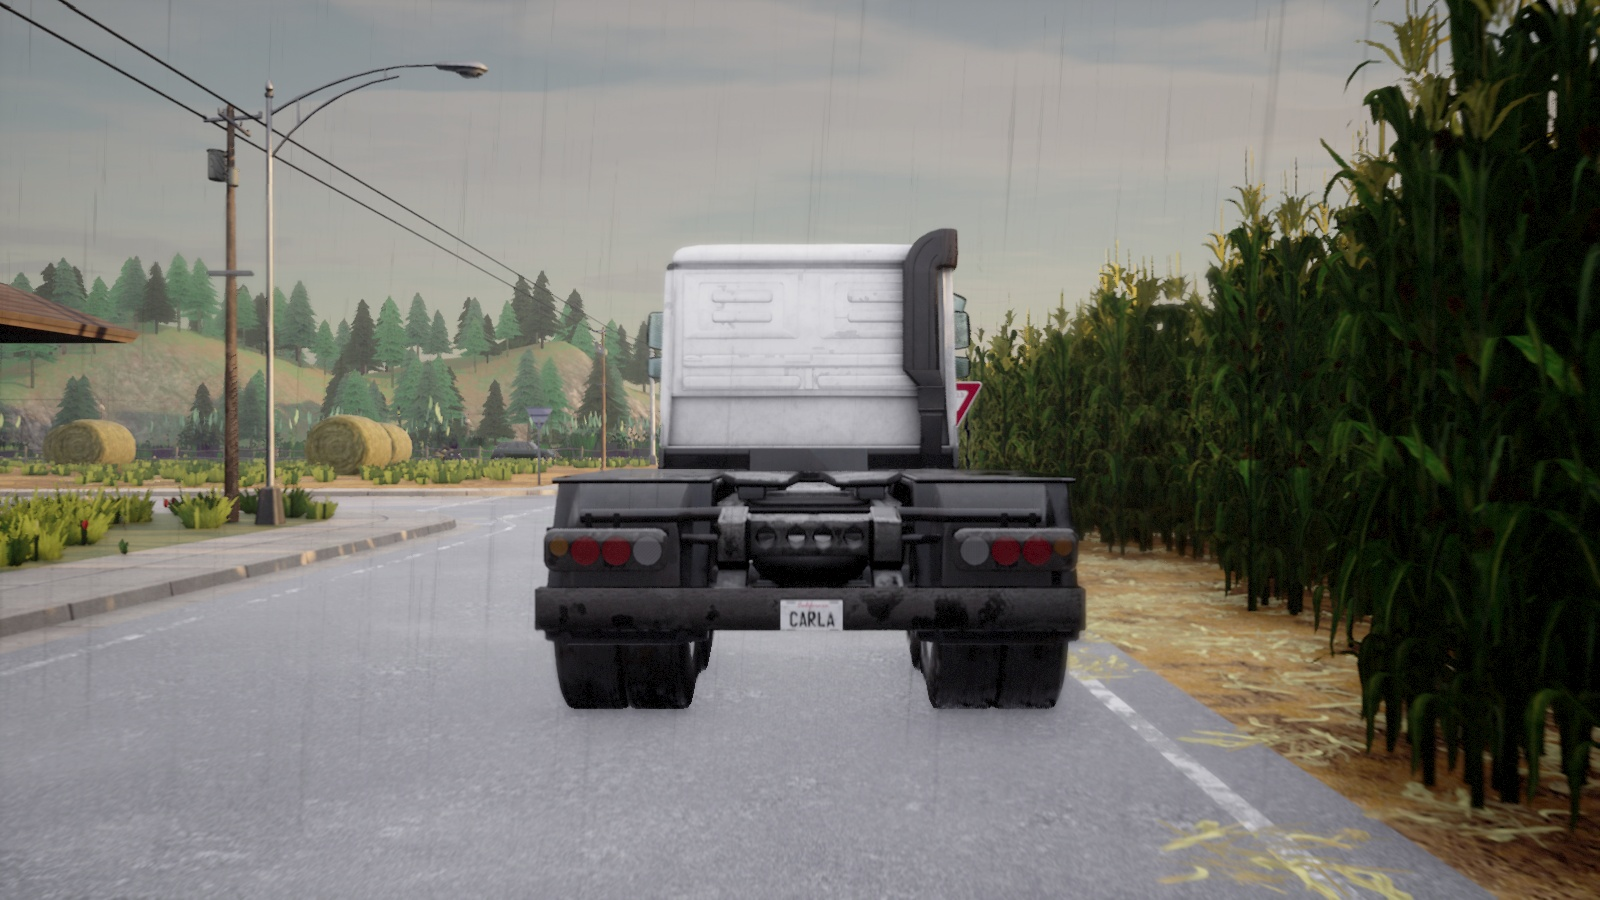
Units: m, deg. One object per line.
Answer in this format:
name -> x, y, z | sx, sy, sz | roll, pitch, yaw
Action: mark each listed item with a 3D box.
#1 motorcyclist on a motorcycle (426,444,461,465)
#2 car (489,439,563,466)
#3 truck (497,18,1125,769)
motorcyclist on a motorcycle -> -25.294, 0.305, 89.064 | 2.191, 1.530, 0.866 | 0, 0, 3
car -> -18.559, 0.153, 85.171 | 4.553, 1.767, 2.097 | 0, 0, 3
truck -> 0.071, -0.281, 9.759 | 2.891, 3.462, 7.936 | 0, 0, 0
